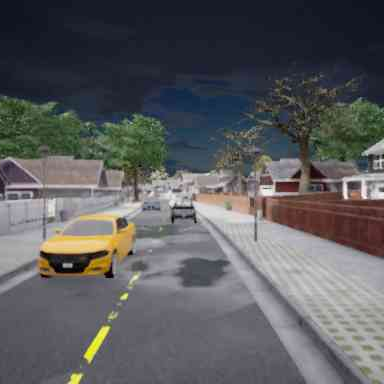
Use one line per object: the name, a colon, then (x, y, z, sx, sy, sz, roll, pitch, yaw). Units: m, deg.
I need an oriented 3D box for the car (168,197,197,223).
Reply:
car: (-0.675, 1.425, 25.221, 2.128, 1.511, 4.902, 0, 0, -3)

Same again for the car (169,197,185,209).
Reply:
car: (-2.031, 1.411, 43.293, 1.812, 1.442, 4.674, 0, 0, -5)

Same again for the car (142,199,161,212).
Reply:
car: (-4.381, 1.470, 36.481, 1.994, 1.385, 4.181, 0, 0, -5)

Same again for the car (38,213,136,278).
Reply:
car: (-2.959, 1.456, 10.331, 1.882, 1.535, 5.008, 0, 0, -1)
